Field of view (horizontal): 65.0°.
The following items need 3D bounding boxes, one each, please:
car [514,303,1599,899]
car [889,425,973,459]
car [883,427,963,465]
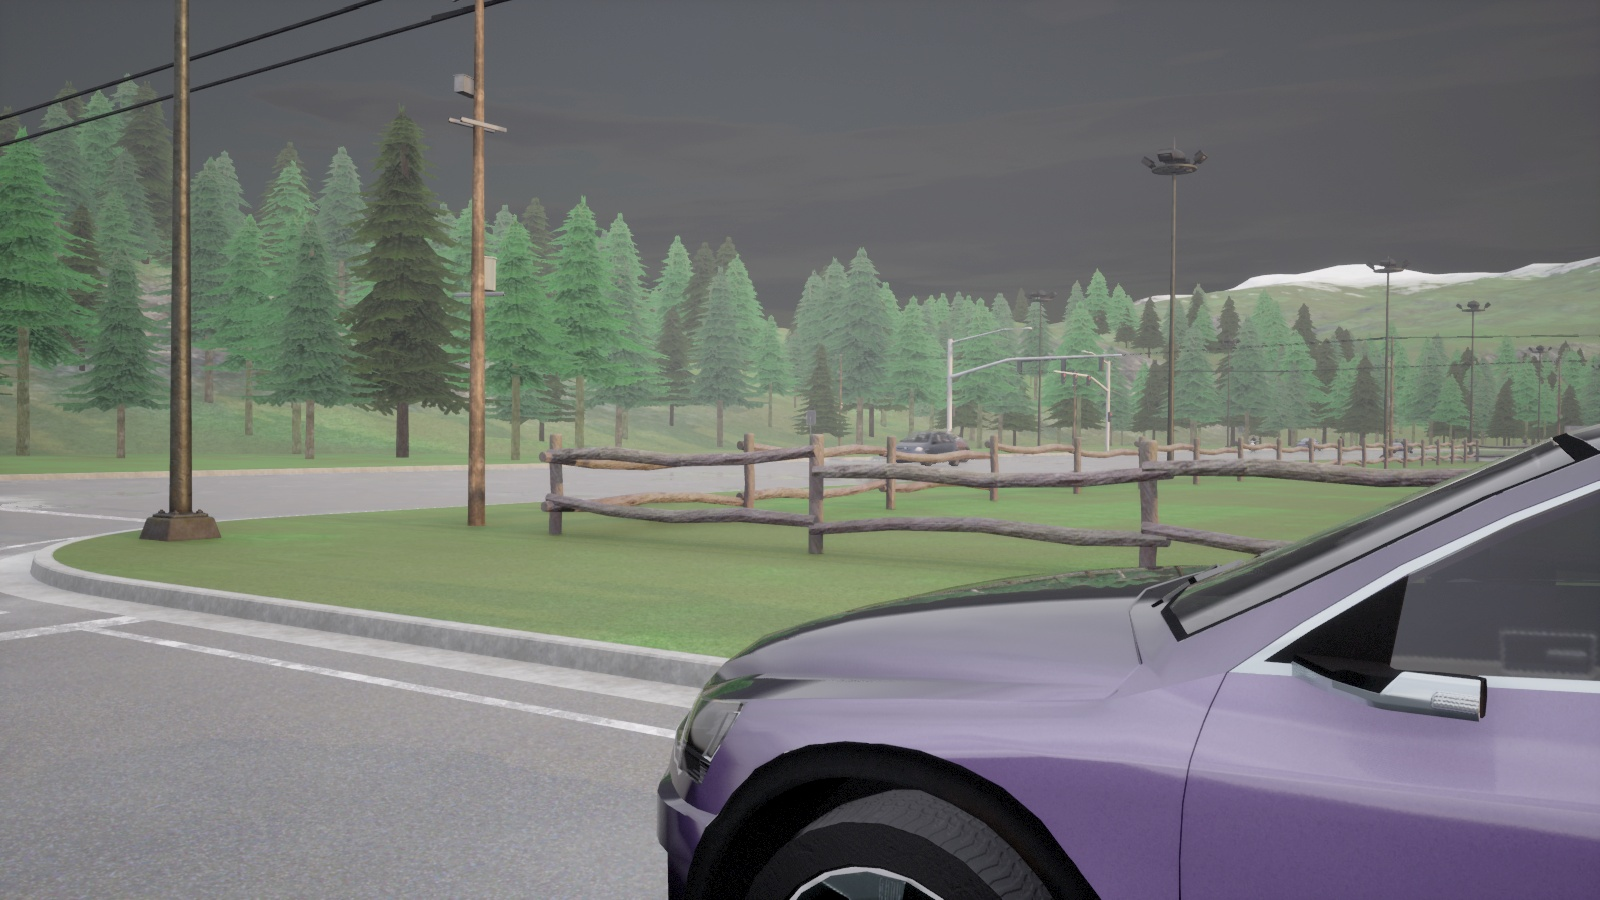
[{"bbox_3d":[1.952,0.612,2.326,4.856,1.649,2.033,0,1,34],"label":"car"},{"bbox_3d":[6.739,-0.427,64.116,2.152,1.651,5.027,0,1,34],"label":"car"},{"bbox_3d":[5.524,-0.187,56.108,1.851,1.617,3.988,0,1,34],"label":"car"}]
